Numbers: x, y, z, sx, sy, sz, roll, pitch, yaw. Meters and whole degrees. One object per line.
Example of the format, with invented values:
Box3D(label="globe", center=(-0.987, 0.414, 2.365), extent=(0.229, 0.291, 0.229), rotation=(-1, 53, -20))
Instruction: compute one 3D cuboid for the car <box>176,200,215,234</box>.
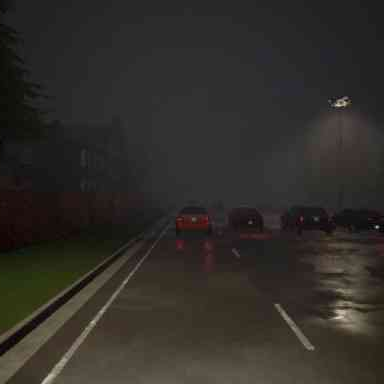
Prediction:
Box3D(label="car", center=(0.099, 1.622, 21.106), extent=(2.097, 1.767, 4.553), rotation=(0, -1, 0))

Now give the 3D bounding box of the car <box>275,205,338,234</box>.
Box3D(label="car", center=(7.099, 1.622, 21.116), extent=(2.097, 1.767, 4.553), rotation=(0, -1, 0))

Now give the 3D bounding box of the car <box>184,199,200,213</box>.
Box3D(label="car", center=(0.014, 1.949, 46.838), extent=(2.097, 1.767, 4.553), rotation=(0, -1, 0))

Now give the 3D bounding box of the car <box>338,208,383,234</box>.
Box3D(label="car", center=(10.598, 1.780, 21.473), extent=(1.837, 1.490, 4.892), rotation=(0, -1, 0))

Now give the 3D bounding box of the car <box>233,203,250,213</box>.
Box3D(label="car", center=(7.014, 2.208, 47.546), extent=(1.895, 1.301, 4.718), rotation=(0, -1, 0))

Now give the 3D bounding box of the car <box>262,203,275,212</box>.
Box3D(label="car", center=(10.514, 2.201, 46.997), extent=(1.895, 1.301, 4.718), rotation=(0, -1, 0))

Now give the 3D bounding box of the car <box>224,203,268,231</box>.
Box3D(label="car", center=(3.598, 1.772, 22.985), extent=(1.882, 1.535, 5.008), rotation=(0, -1, 0))

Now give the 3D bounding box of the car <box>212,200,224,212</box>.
Box3D(label="car", center=(3.524, 1.961, 47.750), extent=(2.097, 1.767, 4.553), rotation=(0, -1, 0))
